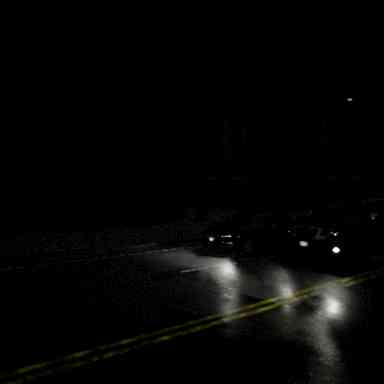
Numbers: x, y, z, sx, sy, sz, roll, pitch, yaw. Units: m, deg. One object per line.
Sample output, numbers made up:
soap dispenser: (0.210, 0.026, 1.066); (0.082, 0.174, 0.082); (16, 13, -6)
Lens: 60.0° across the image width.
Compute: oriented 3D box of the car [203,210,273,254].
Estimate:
car: (2.696, 1.506, 13.555); (4.892, 1.490, 1.837); (1, 0, -35)

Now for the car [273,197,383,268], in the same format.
car: (5.636, 1.222, 11.650); (5.566, 2.045, 2.150); (0, 0, -35)
